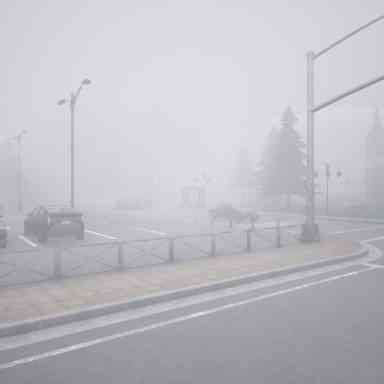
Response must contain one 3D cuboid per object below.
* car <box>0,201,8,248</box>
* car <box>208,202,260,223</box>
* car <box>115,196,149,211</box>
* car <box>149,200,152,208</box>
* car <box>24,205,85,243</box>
[{"bbox_3d":[-8.898,1.331,13.418,2.152,1.636,5.027,0,0,-36],"label":"car"},{"bbox_3d":[3.177,1.526,26.122,1.812,1.442,4.674,0,0,-37],"label":"car"},{"bbox_3d":[-7.668,1.351,40.833,2.097,1.767,4.553,0,0,-36],"label":"car"},{"bbox_3d":[-7.412,1.505,46.659,1.837,1.490,4.892,0,0,-36],"label":"car"},{"bbox_3d":[-6.387,1.340,15.298,2.007,1.523,4.514,0,0,-36],"label":"car"}]
